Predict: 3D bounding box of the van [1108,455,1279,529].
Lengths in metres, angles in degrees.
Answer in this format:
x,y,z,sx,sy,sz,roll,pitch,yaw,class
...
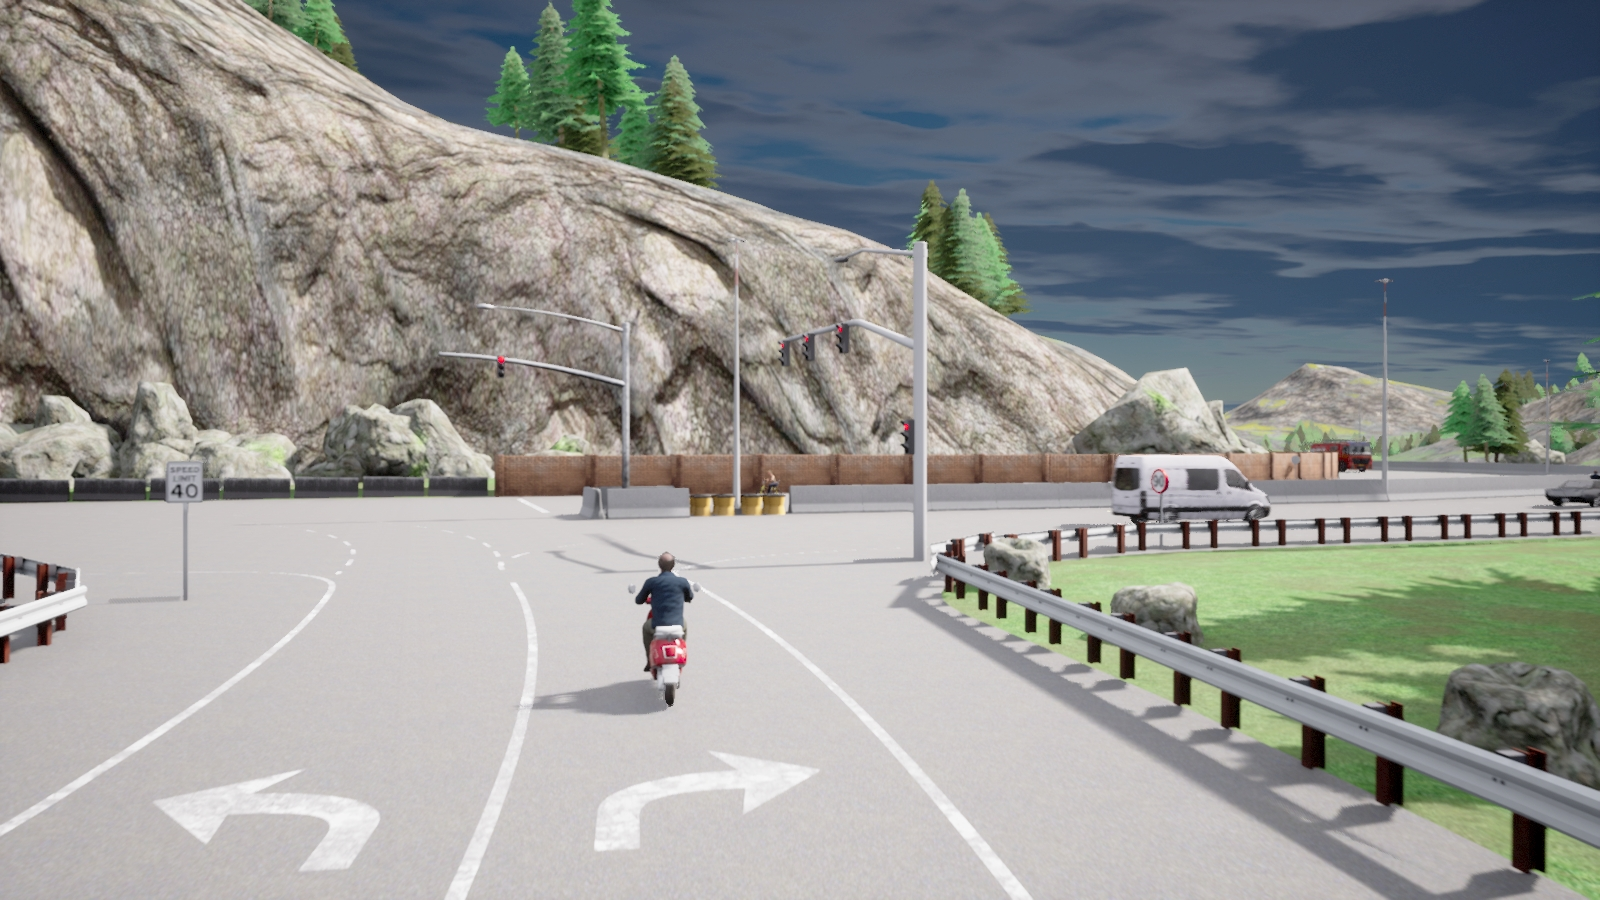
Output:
x,y,z,sx,sy,sz,roll,pitch,yaw,class
14.354,1.464,41.693,5.915,2.561,1.988,0,0,-19,van

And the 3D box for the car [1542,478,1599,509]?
x,y,z,sx,sy,sz,roll,pitch,yaw,class
37.903,2.062,54.664,4.718,1.301,1.895,0,0,-27,car

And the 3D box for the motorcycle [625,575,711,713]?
x,y,z,sx,sy,sz,roll,pitch,yaw,class
-1.539,2.158,13.051,0.856,1.236,1.805,0,0,-10,motorcycle
